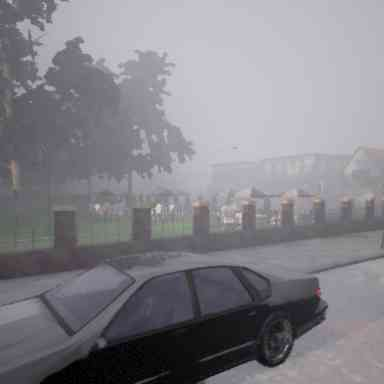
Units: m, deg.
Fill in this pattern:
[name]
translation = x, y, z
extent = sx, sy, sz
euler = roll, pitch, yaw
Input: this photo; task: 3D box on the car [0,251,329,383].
[car]
translation = -0.493, 1.551, 4.247
extent = 5.357, 1.411, 2.033
euler = 0, 0, -35
